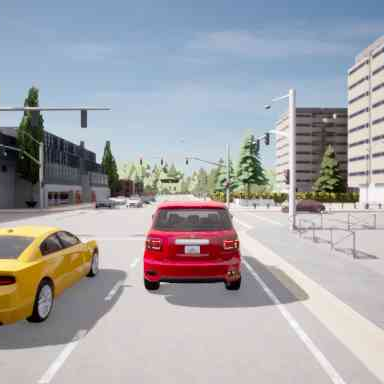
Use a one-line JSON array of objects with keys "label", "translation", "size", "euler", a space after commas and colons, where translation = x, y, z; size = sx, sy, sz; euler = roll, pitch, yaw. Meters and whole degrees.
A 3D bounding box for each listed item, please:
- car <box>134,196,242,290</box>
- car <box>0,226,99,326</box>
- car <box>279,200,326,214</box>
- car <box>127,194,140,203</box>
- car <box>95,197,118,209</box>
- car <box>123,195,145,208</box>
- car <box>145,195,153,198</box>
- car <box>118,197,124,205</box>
[{"label": "car", "translation": [0.011, 1.221, 9.196], "size": [2.150, 2.045, 5.566], "euler": [0, 0, 0]}, {"label": "car", "translation": [-3.482, 1.478, 7.207], "size": [1.882, 1.535, 5.008], "euler": [0, 0, 0]}, {"label": "car", "translation": [11.453, 1.526, 34.630], "size": [4.674, 1.442, 1.812], "euler": [0, 0, -2]}, {"label": "car", "translation": [-12.437, 1.355, 71.313], "size": [2.097, 1.767, 4.553], "euler": [0, 0, -2]}, {"label": "car", "translation": [-11.796, 1.564, 45.354], "size": [1.994, 1.385, 4.181], "euler": [0, 0, -2]}, {"label": "car", "translation": [-8.385, 1.525, 48.657], "size": [1.812, 1.442, 4.674], "euler": [0, 0, -1]}, {"label": "car", "translation": [-8.674, 1.503, 59.663], "size": [1.837, 1.490, 4.892], "euler": [0, 0, -1]}, {"label": "car", "translation": [-12.111, 1.525, 56.884], "size": [1.812, 1.442, 4.674], "euler": [0, 0, -1]}]
